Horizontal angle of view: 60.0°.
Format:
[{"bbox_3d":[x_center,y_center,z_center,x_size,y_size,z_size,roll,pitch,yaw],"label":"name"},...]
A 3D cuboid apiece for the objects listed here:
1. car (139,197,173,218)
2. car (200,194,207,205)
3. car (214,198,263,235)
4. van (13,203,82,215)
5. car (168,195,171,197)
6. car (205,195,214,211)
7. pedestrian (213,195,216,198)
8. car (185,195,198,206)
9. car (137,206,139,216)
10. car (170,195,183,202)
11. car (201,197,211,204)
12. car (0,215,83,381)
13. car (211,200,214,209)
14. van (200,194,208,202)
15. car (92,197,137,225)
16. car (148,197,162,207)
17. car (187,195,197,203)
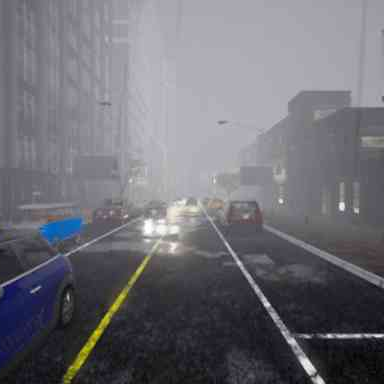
[{"bbox_3d":[-3.110,1.489,29.865,2.128,1.511,4.902,0,0,0],"label":"car"},{"bbox_3d":[2.650,1.561,57.553,1.947,1.339,4.313,-1,0,0],"label":"car"},{"bbox_3d":[2.665,1.314,18.812,2.192,1.841,5.009,-1,0,0],"label":"car"},{"bbox_3d":[-5.712,1.340,13.283,1.690,1.788,3.998,-1,0,0],"label":"van"},{"bbox_3d":[-5.746,1.432,85.236,1.967,1.590,4.097,-1,0,0],"label":"car"},{"bbox_3d":[2.979,1.474,41.169,1.882,1.535,5.008,0,0,0],"label":"car"},{"bbox_3d":[2.978,1.290,44.160,0.375,1.860,0.375,-1,1,-2],"label":"pedestrian"},{"bbox_3d":[-0.028,1.500,54.817,1.837,1.490,4.892,0,0,0],"label":"car"},{"bbox_3d":[-5.717,1.523,29.717,1.752,1.417,4.829,-1,0,0],"label":"car"},{"bbox_3d":[-3.035,1.525,71.521,1.994,1.385,4.181,0,0,0],"label":"car"},{"bbox_3d":[2.647,1.576,63.088,1.802,1.307,4.206,-1,0,0],"label":"car"},{"bbox_3d":[-3.067,1.352,3.880,2.097,1.767,4.553,0,0,0],"label":"car"},{"bbox_3d":[2.666,1.524,24.516,1.752,1.417,4.829,-1,0,0],"label":"car"},{"bbox_3d":[2.638,1.334,74.156,1.690,1.788,3.998,-1,0,0],"label":"van"},{"bbox_3d":[-5.718,1.313,24.352,2.192,1.841,5.009,-1,0,0],"label":"car"},{"bbox_3d":[-5.728,1.520,51.856,1.752,1.417,4.829,-1,0,0],"label":"car"},{"bbox_3d":[-0.035,1.419,68.645,1.882,1.535,5.008,0,0,0],"label":"car"}]
